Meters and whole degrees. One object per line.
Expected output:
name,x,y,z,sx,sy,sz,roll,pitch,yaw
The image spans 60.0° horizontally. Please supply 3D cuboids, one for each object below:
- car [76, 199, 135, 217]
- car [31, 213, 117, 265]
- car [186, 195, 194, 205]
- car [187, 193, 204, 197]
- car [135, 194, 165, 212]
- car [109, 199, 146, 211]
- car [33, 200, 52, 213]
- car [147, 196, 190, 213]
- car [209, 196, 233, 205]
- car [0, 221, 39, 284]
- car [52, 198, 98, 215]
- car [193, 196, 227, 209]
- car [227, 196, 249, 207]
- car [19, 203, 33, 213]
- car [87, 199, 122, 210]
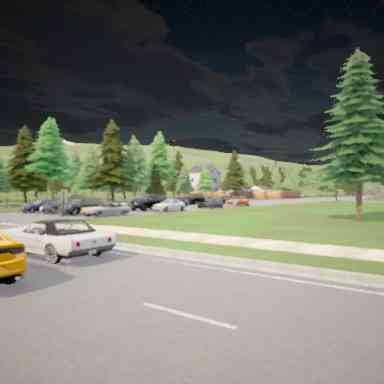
car,-8.016,1.638,31.136,1.895,1.301,4.718,0,0,36
car,-4.945,1.617,11.815,4.718,1.301,1.895,0,0,35
car,-2.498,1.595,50.519,2.033,1.411,5.357,0,0,36
car,0.114,1.274,59.928,2.150,2.045,5.566,0,0,37
car,-5.340,1.264,40.727,2.150,2.045,5.566,0,0,36
car,-8.201,1.649,42.741,1.895,1.301,4.718,0,0,36
car,-13.675,1.540,35.260,2.128,1.511,4.902,0,0,36
car,-2.626,1.563,38.498,1.812,1.442,4.674,0,0,36
car,5.313,1.538,61.087,2.128,1.511,4.902,0,0,37
car,-6.177,1.493,8.395,5.008,1.535,1.882,0,0,36
car,-10.992,1.395,32.999,2.097,1.767,4.553,0,0,36
car,2.546,1.600,45.553,1.994,1.385,4.181,0,0,37
car,6.987,1.390,51.611,2.097,1.767,4.553,0,0,36
car,-16.692,1.580,37.064,1.812,1.442,4.674,0,0,36
car,-11.526,1.617,44.121,1.994,1.385,4.181,0,0,36
